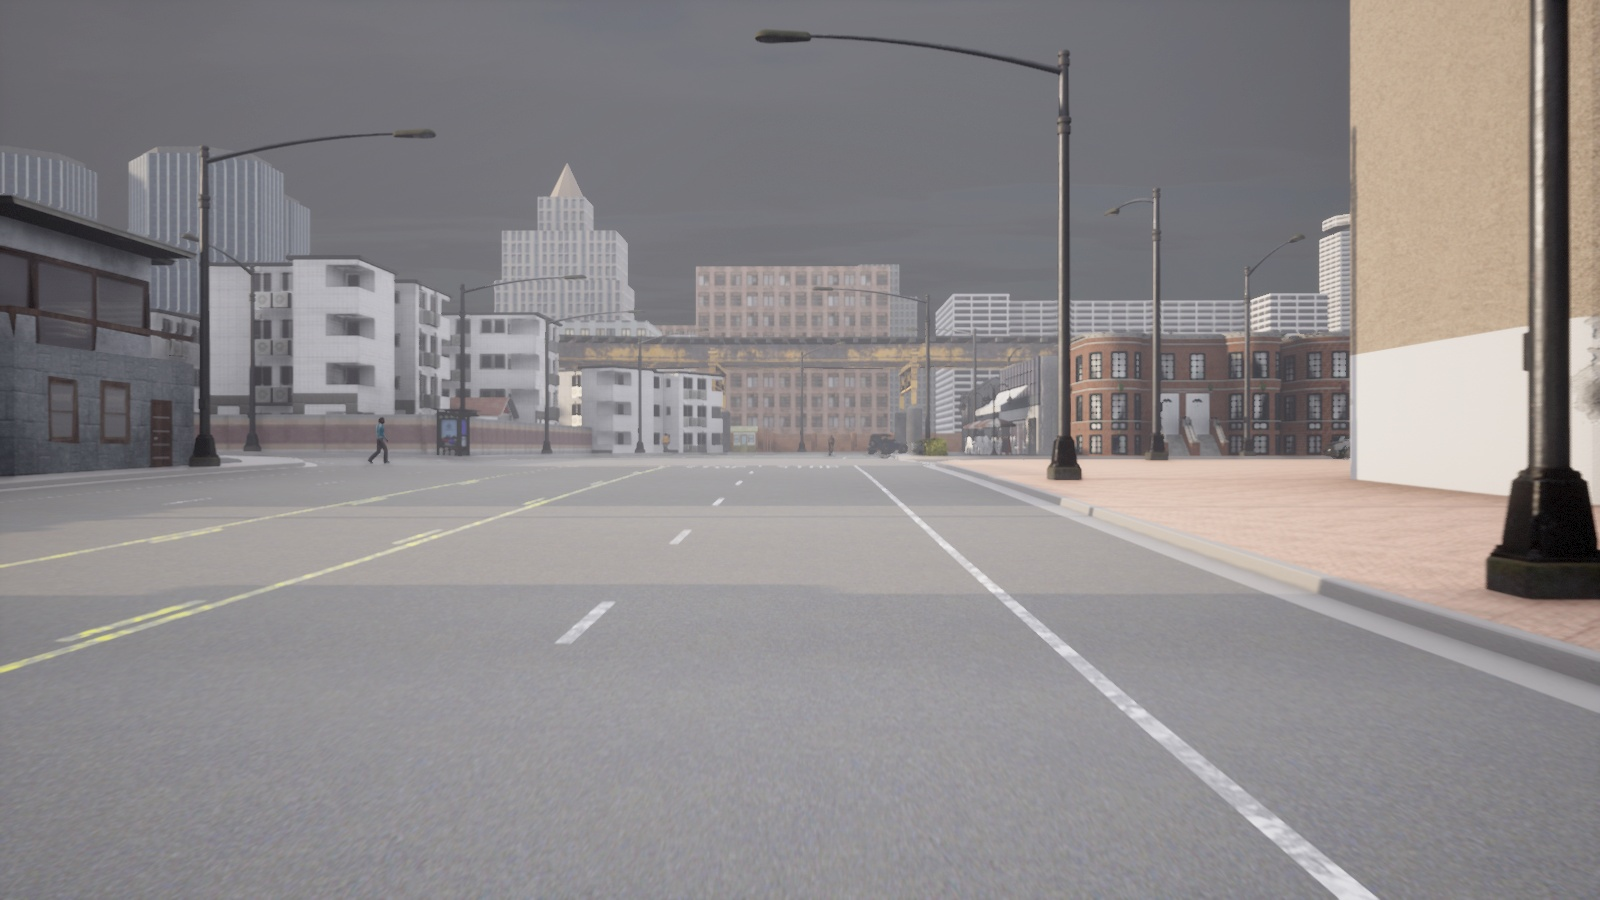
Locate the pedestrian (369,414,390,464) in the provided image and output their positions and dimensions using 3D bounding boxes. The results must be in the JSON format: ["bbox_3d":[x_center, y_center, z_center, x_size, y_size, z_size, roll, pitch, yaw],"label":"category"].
[{"bbox_3d":[-16.064,-0.415,48.010,0.692,1.930,0.396,0,0,-3],"label":"pedestrian"}]

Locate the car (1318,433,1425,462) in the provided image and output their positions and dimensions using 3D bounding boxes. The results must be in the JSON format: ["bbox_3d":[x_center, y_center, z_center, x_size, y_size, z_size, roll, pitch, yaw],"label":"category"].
[{"bbox_3d":[27.053,-0.120,59.510,4.181,1.385,1.994,0,0,2],"label":"car"}]
